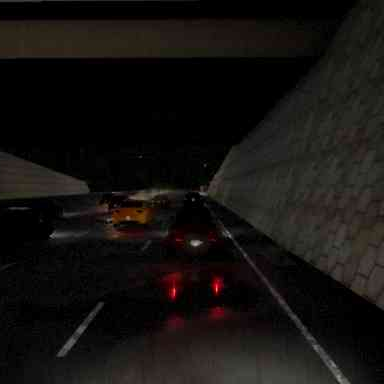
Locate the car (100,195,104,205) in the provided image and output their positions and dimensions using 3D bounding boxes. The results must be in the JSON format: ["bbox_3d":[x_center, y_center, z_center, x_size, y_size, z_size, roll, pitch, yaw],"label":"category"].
[{"bbox_3d":[-10.388,0.877,42.403,1.812,1.442,4.674,0,1,0],"label":"car"}]

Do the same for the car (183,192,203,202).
[{"bbox_3d":[0.118,0.805,35.668,2.097,1.767,4.553,0,1,0],"label":"car"}]

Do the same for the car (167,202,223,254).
[{"bbox_3d":[0.106,1.334,12.384,1.812,1.442,4.674,0,1,0],"label":"car"}]

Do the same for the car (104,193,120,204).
[{"bbox_3d":[-6.937,1.023,32.825,1.812,1.442,4.674,0,1,1],"label":"car"}]

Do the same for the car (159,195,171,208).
[{"bbox_3d":[-3.407,0.986,36.671,2.033,1.411,5.357,0,1,0],"label":"car"}]

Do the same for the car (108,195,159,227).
[{"bbox_3d":[-3.390,1.168,20.140,1.882,1.535,5.008,0,1,0],"label":"car"}]

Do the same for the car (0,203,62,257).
[{"bbox_3d":[-6.896,1.361,12.091,2.033,1.411,5.357,0,1,0],"label":"car"}]

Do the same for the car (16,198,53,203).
[{"bbox_3d":[-10.390,1.150,22.300,2.128,1.511,4.902,0,1,0],"label":"car"}]
